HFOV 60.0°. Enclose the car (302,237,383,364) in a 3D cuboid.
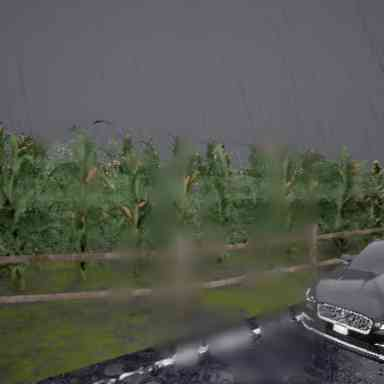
[{"bbox_3d":[3.925,1.502,5.625,4.892,1.490,1.837,0,0,-34],"label":"car"}]
